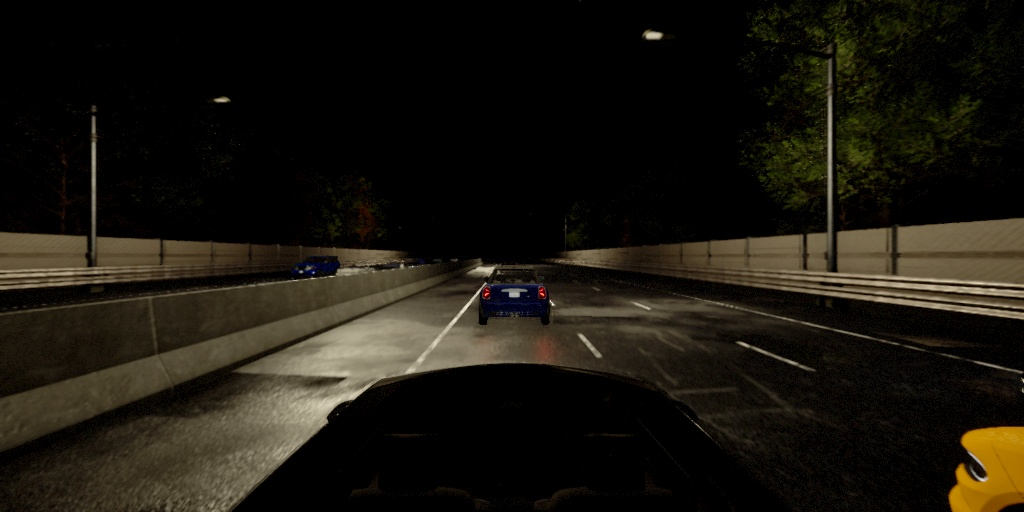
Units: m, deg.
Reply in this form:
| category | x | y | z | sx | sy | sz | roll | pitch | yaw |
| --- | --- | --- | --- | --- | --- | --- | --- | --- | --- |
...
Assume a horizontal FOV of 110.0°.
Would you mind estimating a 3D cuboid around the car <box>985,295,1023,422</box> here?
| category | x | y | z | sx | sy | sz | roll | pitch | yaw |
| --- | --- | --- | --- | --- | --- | --- | --- | --- | --- |
| car | 7.093 | 1.253 | 2.234 | 1.837 | 1.490 | 4.892 | 0 | 0 | 0 |

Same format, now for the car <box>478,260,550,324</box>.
| category | x | y | z | sx | sy | sz | roll | pitch | yaw |
| --- | --- | --- | --- | --- | --- | --- | --- | --- | --- |
| car | 0.056 | 1.107 | 12.193 | 2.097 | 1.767 | 4.553 | 0 | 0 | 0 |

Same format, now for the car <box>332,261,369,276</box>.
| category | x | y | z | sx | sy | sz | roll | pitch | yaw |
| --- | --- | --- | --- | --- | --- | --- | --- | --- | --- |
| car | -14.398 | 1.364 | 33.329 | 1.895 | 1.301 | 4.718 | 0 | 0 | -1 |

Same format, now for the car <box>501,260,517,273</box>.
| category | x | y | z | sx | sy | sz | roll | pitch | yaw |
| --- | --- | --- | --- | --- | --- | --- | --- | --- | --- |
| car | -0.433 | 1.275 | 44.268 | 1.837 | 1.490 | 4.892 | 0 | 0 | -1 |

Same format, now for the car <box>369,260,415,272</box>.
| category | x | y | z | sx | sy | sz | roll | pitch | yaw |
| --- | --- | --- | --- | --- | --- | --- | --- | --- | --- |
| car | -10.892 | 1.311 | 32.995 | 2.033 | 1.411 | 5.357 | 0 | 0 | -1 |

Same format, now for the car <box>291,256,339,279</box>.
| category | x | y | z | sx | sy | sz | roll | pitch | yaw |
| --- | --- | --- | --- | --- | --- | --- | --- | --- | --- |
| car | -17.894 | 0.984 | 33.118 | 2.150 | 2.045 | 5.566 | 0 | 0 | -1 |
